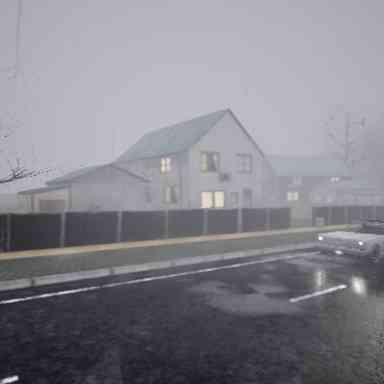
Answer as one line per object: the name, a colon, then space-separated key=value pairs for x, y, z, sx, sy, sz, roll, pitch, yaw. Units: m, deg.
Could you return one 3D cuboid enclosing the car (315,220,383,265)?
car: x=6.744 y=1.753 z=12.506 sx=4.718 sy=1.301 sz=1.895 roll=1 pitch=-1 yaw=-36
